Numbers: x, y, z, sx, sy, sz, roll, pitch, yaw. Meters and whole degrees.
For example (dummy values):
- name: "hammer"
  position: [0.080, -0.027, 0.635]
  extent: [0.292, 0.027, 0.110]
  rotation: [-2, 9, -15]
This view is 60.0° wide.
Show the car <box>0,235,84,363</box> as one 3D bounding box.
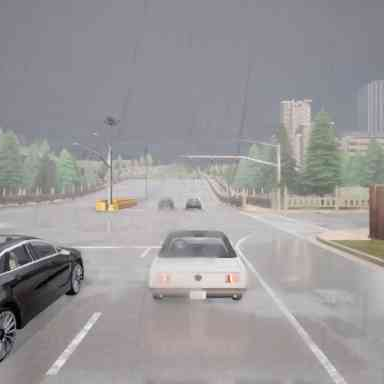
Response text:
- name: "car"
  position: [-3.387, 1.492, 5.777]
  extent: [2.128, 1.511, 4.902]
  rotation: [0, 0, 0]

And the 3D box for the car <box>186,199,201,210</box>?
- name: "car"
  position: [0.198, 1.564, 43.907]
  extent: [1.994, 1.385, 4.181]
  rotation: [0, 0, 0]

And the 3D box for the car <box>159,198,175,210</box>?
- name: "car"
  position: [-3.304, 1.505, 43.731]
  extent: [1.837, 1.490, 4.892]
  rotation: [0, 0, 0]

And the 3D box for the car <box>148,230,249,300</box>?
- name: "car"
  position: [0.117, 1.601, 8.311]
  extent: [1.895, 1.301, 4.718]
  rotation: [0, 0, 0]
